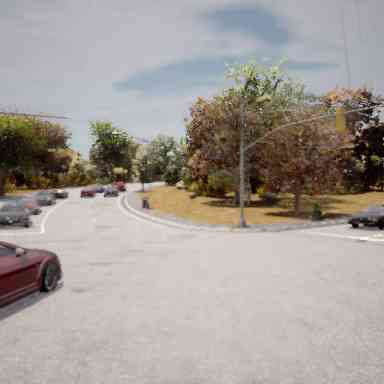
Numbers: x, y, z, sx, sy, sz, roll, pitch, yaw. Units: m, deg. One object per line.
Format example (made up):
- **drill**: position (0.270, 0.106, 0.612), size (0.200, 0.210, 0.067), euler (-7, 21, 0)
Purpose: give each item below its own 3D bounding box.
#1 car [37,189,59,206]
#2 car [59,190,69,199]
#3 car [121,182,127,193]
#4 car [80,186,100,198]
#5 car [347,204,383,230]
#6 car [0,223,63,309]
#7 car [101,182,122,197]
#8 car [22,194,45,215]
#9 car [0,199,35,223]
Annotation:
- **car**: position (-17.699, 0.655, 39.941), size (2.097, 1.767, 4.553), euler (0, 3, -14)
- **car**: position (-19.755, 0.312, 49.781), size (1.895, 1.301, 4.718), euler (0, 3, -9)
- **car**: position (-14.301, -0.988, 65.211), size (2.150, 2.045, 5.566), euler (0, 4, -1)
- **car**: position (-16.546, 0.010, 53.253), size (1.882, 1.535, 5.008), euler (0, 4, -8)
- **car**: position (12.034, 1.511, 21.221), size (5.357, 1.411, 2.033), euler (-1, 0, -38)
- **car**: position (-4.337, 1.564, 6.396), size (1.994, 1.385, 4.181), euler (0, 0, 9)
- **car**: position (-13.247, -0.209, 55.206), size (2.097, 1.767, 4.553), euler (0, 4, -8)
- **car**: position (-14.881, 1.255, 30.386), size (1.812, 1.442, 4.674), euler (0, 2, -19)
- **car**: position (-11.550, 1.453, 21.724), size (1.837, 1.490, 4.892), euler (0, 1, -23)
